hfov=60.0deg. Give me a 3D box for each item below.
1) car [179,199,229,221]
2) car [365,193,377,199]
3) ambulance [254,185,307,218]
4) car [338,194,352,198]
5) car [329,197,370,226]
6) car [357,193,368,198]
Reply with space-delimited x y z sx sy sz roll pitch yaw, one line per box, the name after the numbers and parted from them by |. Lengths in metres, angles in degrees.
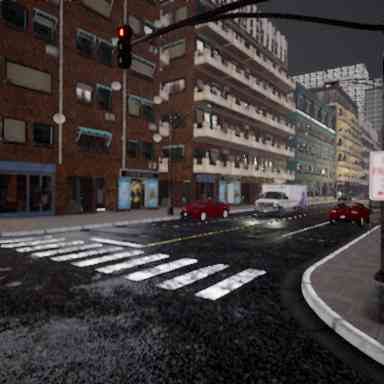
0.926 1.169 23.012 1.887 1.381 4.507 1 1 36 | car
43.376 0.916 80.591 1.947 1.339 4.313 1 1 36 | car
7.198 0.665 26.786 2.351 2.431 6.366 1 1 36 | ambulance
26.556 1.021 57.692 1.947 1.339 4.313 1 1 36 | car
9.851 1.265 20.616 1.887 1.381 4.507 1 1 36 | car
36.648 0.974 71.432 1.802 1.307 4.206 1 1 36 | car
